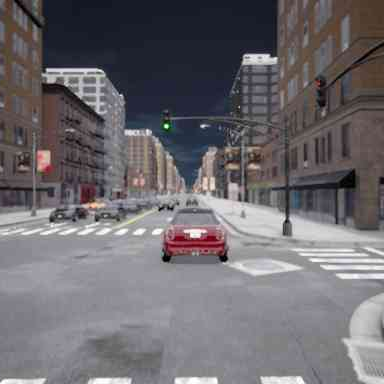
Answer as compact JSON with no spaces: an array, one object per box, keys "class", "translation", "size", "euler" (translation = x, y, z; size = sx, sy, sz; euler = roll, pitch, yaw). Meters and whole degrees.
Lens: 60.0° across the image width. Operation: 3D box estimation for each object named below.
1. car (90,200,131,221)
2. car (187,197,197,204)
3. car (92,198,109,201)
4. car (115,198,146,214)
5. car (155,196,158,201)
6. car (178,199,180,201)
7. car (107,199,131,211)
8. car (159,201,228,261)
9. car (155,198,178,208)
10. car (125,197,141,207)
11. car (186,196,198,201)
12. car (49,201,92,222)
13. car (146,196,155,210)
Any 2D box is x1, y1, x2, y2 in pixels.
[{"class":"car","translation":[-6.592,1.634,27.418],"size":[1.994,1.385,4.181],"euler":[0,0,0]},{"class":"car","translation":[0.008,1.686,66.368],"size":[1.812,1.442,4.674],"euler":[0,0,0]},{"class":"car","translation":[-9.831,1.441,35.398],"size":[2.097,1.767,4.553],"euler":[0,0,0]},{"class":"car","translation":[-6.577,1.654,35.816],"size":[1.994,1.385,4.181],"euler":[0,0,0]},{"class":"car","translation":[-6.493,1.485,54.763],"size":[2.097,1.767,4.553],"euler":[0,0,0]},{"class":"car","translation":[-3.204,1.709,60.010],"size":[1.994,1.385,4.181],"euler":[0,0,1]},{"class":"car","translation":[-9.766,1.658,44.895],"size":[2.033,1.411,5.357],"euler":[0,0,1]},{"class":"car","translation":[0.102,1.385,12.546],"size":[2.097,1.767,4.553],"euler":[0,0,0]},{"class":"car","translation":[-3.145,1.705,42.175],"size":[1.895,1.301,4.718],"euler":[0,0,0]},{"class":"car","translation":[-9.743,1.659,55.149],"size":[1.812,1.442,4.674],"euler":[0,0,0]},{"class":"car","translation":[0.007,1.488,56.336],"size":[2.097,1.767,4.553],"euler":[0,0,0]},{"class":"car","translation":[-9.847,1.633,26.798],"size":[1.994,1.385,4.181],"euler":[0,0,0]},{"class":"car","translation":[-6.525,1.615,44.614],"size":[1.837,1.490,4.892],"euler":[0,0,1]}]
